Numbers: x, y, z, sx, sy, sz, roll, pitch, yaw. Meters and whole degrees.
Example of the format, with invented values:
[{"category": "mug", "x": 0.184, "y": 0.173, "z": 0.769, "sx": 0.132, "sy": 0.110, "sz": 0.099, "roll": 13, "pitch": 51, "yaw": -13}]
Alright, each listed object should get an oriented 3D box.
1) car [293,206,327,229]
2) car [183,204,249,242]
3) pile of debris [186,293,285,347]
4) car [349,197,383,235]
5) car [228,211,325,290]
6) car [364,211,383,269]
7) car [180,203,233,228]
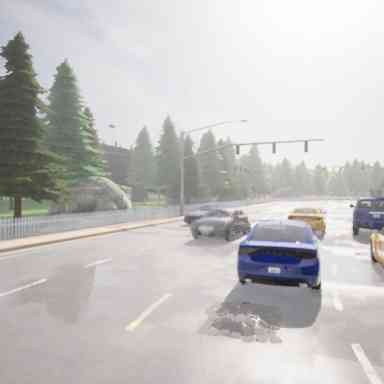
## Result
[{"category": "car", "x": 6.783, "y": 1.550, "z": 19.497, "sx": 1.882, "sy": 1.535, "sz": 5.008, "roll": 0, "pitch": 0, "yaw": 24}, {"category": "car", "x": 1.593, "y": 1.552, "z": 16.988, "sx": 2.128, "sy": 1.511, "sz": 4.902, "roll": 0, "pitch": 0, "yaw": 24}, {"category": "pile of debris", "x": 0.881, "y": 2.197, "z": 5.942, "sx": 1.500, "sy": 0.140, "sz": 1.860, "roll": 0, "pitch": 0, "yaw": 16}, {"category": "car", "x": 10.379, "y": 1.297, "z": 19.076, "sx": 2.150, "sy": 2.045, "sz": 5.566, "roll": 0, "pitch": 0, "yaw": 25}, {"category": "car", "x": 2.582, "y": 1.512, "z": 9.379, "sx": 1.882, "sy": 1.535, "sz": 5.008, "roll": 0, "pitch": 0, "yaw": 20}, {"category": "car", "x": 6.144, "y": 1.514, "z": 9.041, "sx": 1.882, "sy": 1.535, "sz": 5.008, "roll": 0, "pitch": 0, "yaw": 21}, {"category": "car", "x": 1.249, "y": 1.634, "z": 24.643, "sx": 2.033, "sy": 1.411, "sz": 5.357, "roll": 0, "pitch": 0, "yaw": 25}]
